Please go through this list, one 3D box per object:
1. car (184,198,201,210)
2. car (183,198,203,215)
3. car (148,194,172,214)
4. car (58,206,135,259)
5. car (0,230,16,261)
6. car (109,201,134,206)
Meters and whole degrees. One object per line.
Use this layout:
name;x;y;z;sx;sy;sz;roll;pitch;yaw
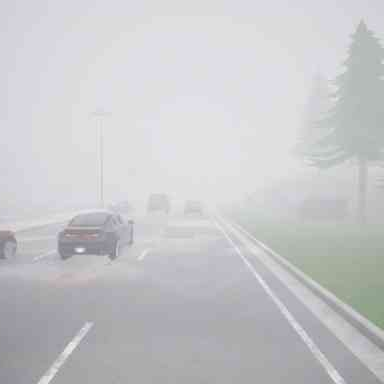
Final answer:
car;0.125;1.548;43.686;2.033;1.411;5.357;0;0;1
car;0.095;1.548;33.583;2.033;1.411;5.357;0;0;0
car;-3.400;1.221;35.520;2.150;2.045;5.566;0;0;0
car;-3.400;1.505;12.534;1.837;1.490;4.892;0;0;0
car;-6.900;1.477;9.314;1.882;1.535;5.008;0;0;0
car;-6.899;1.547;32.585;2.033;1.411;5.357;0;0;0
